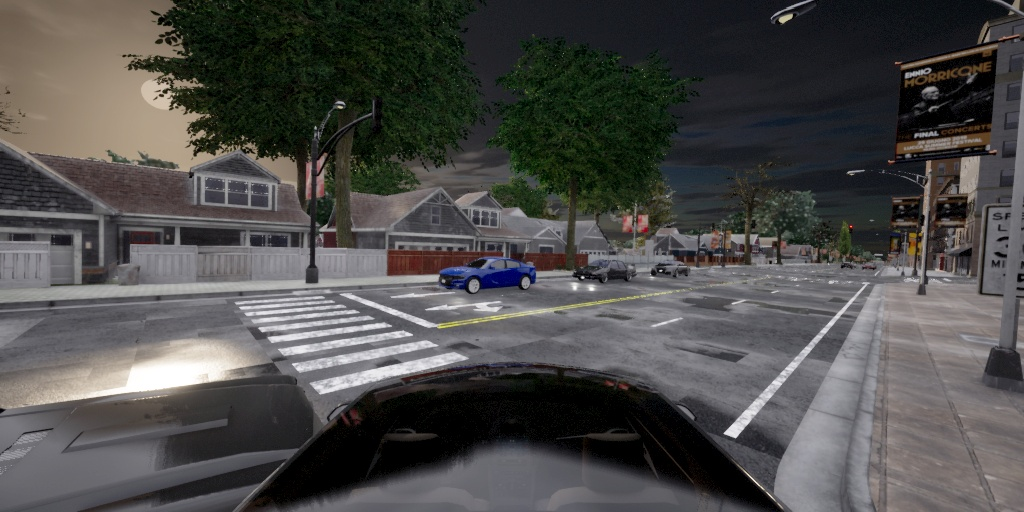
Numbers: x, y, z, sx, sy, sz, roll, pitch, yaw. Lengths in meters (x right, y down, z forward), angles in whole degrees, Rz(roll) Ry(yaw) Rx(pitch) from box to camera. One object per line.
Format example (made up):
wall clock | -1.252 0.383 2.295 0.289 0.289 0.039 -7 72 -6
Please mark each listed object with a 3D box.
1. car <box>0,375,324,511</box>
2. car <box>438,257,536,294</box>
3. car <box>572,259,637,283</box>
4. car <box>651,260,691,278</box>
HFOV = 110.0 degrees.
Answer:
car | -3.316 1.277 1.382 4.718 1.301 1.895 1 2 -34
car | -1.014 0.786 16.551 5.008 1.535 1.882 1 2 -44
car | 6.200 0.929 23.421 5.357 1.411 2.033 1 2 -44
car | 13.446 1.022 30.293 4.181 1.385 1.994 1 2 -44
